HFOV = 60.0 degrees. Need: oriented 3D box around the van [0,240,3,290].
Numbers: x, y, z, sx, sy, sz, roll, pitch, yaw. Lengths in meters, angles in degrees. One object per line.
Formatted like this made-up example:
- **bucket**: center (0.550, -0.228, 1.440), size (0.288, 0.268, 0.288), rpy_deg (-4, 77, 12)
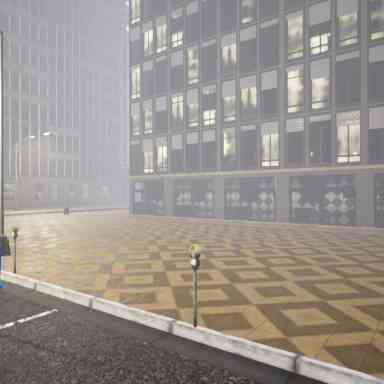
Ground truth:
- **van**: center (-5.636, 1.337, 7.009), size (3.998, 1.788, 1.690), rpy_deg (0, 0, 36)
